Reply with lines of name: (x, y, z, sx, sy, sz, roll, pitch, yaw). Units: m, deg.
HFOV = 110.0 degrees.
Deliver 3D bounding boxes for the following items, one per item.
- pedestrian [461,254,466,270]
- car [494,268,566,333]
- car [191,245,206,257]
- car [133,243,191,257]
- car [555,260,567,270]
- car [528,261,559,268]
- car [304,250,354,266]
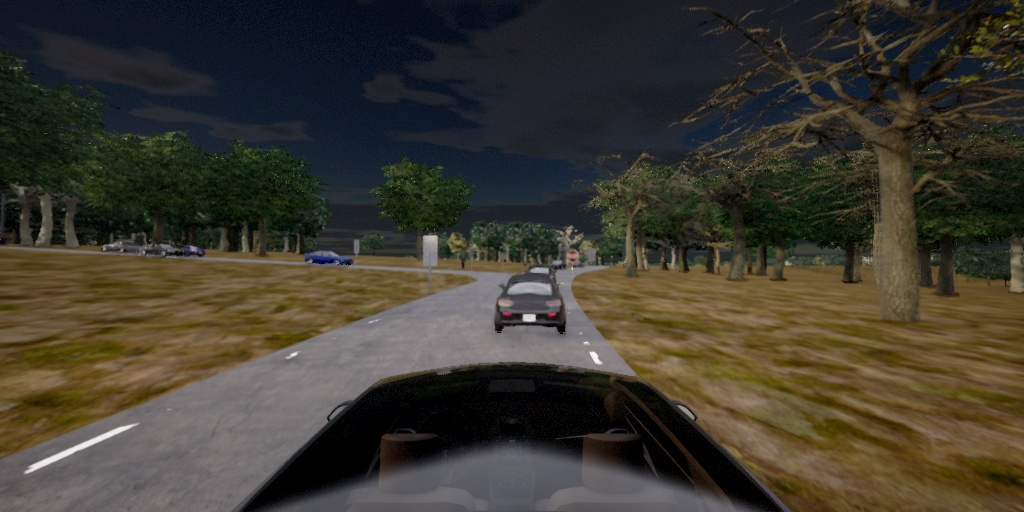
pedestrian: (-5.585, 0.700, 41.018, 0.375, 1.860, 0.375, 0, -4, 11)
car: (0.545, 1.244, 10.521, 1.812, 1.442, 4.674, 0, 0, 4)
car: (-40.382, -0.632, 44.441, 4.674, 1.442, 1.812, 3, -1, 11)
car: (-40.270, -0.682, 41.277, 4.892, 1.490, 1.837, 2, -1, 11)
car: (6.837, 1.366, 53.576, 1.882, 1.535, 5.008, 0, -1, 21)
car: (1.614, 1.209, 20.727, 1.812, 1.442, 4.674, 0, 0, 8)
car: (-18.888, 0.230, 37.104, 5.008, 1.535, 1.882, 3, -1, 11)
